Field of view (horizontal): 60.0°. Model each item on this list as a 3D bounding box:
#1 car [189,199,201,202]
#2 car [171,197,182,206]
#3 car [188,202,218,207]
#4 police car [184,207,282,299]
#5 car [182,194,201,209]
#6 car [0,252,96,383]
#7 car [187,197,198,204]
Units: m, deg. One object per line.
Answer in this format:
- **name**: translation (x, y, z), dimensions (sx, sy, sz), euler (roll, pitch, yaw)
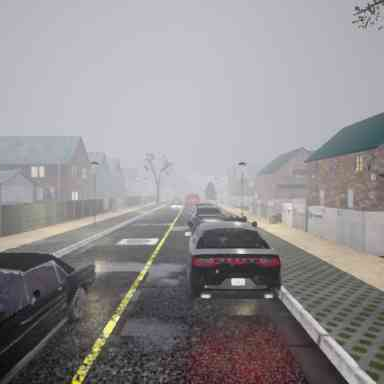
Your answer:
- **car**: translation (0.869, 1.519, 24.490), dimensions (1.837, 1.490, 4.892), euler (0, 0, 0)
- **car**: translation (-2.641, 1.592, 59.072), dimensions (2.128, 1.511, 4.902), euler (0, 0, 0)
- **car**: translation (0.859, 1.512, 18.489), dimensions (1.837, 1.490, 4.892), euler (0, 0, 0)
- **police car**: translation (0.840, 1.424, 8.598), dimensions (1.930, 1.638, 5.238), euler (0, 0, 0)
- **car**: translation (0.121, 1.281, 46.803), dimensions (2.150, 2.045, 5.566), euler (0, 0, 1)
- **car**: translation (-2.843, 1.599, 4.389), dimensions (1.895, 1.301, 4.718), euler (0, 0, 0)
- **car**: translation (0.121, 1.677, 66.029), dimensions (2.033, 1.411, 5.357), euler (0, 0, 0)
